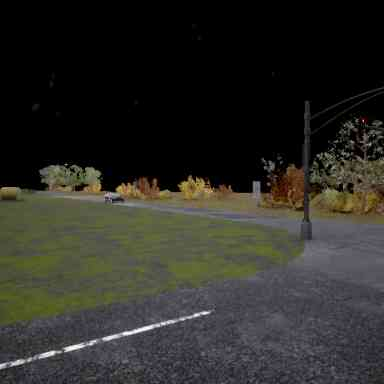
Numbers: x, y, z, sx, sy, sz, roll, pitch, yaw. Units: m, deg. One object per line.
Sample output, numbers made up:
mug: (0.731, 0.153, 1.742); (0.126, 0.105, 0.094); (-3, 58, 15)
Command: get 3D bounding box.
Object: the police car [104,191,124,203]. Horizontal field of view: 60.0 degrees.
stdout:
police car: (-11.650, 0.744, 49.720); (1.930, 1.638, 5.238); (1, 0, -32)
